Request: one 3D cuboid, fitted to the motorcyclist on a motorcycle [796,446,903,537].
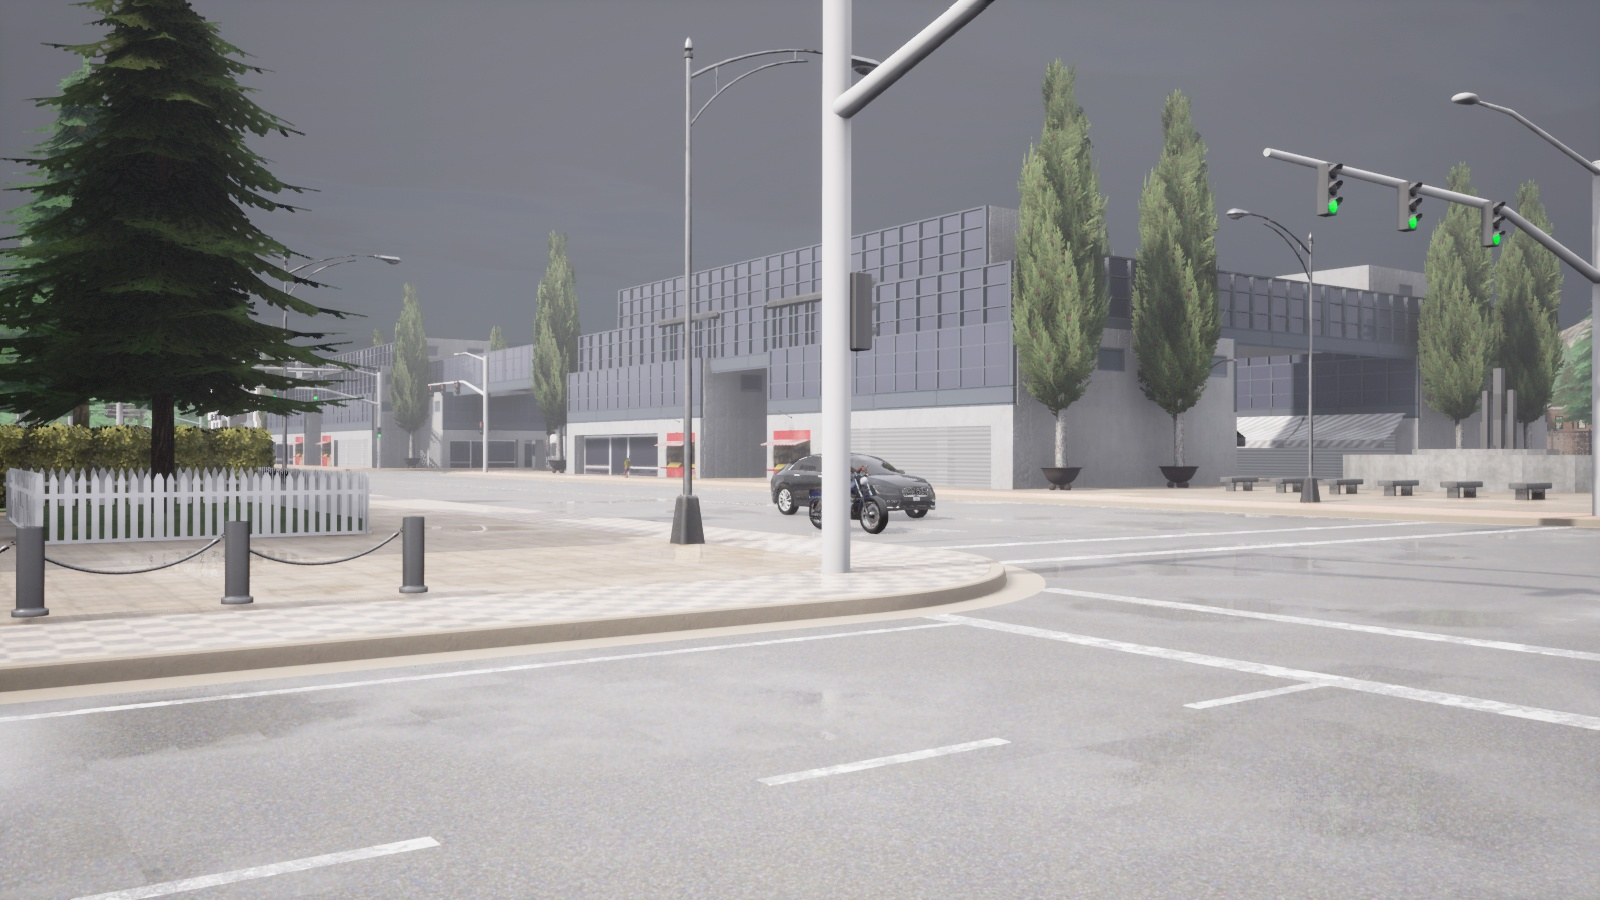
[{"bbox_3d":[0.901,0.752,23.853,0.766,1.649,2.350,0,0,-35],"label":"motorcyclist on a motorcycle"}]

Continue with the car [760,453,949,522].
[{"bbox_3d":[1.174,0.820,29.581,1.837,1.490,4.892,0,0,-35],"label":"car"}]
